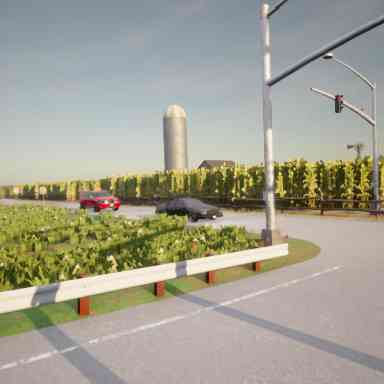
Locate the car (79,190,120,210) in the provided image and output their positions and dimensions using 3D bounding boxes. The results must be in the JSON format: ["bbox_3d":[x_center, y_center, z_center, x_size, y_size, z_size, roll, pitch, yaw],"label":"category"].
[{"bbox_3d":[-9.093,0.855,32.360,2.150,2.045,5.566,-3,2,-40],"label":"car"}]

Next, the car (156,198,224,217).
[{"bbox_3d":[-0.378,1.129,22.093,2.033,1.411,5.357,-3,2,-40],"label":"car"}]
